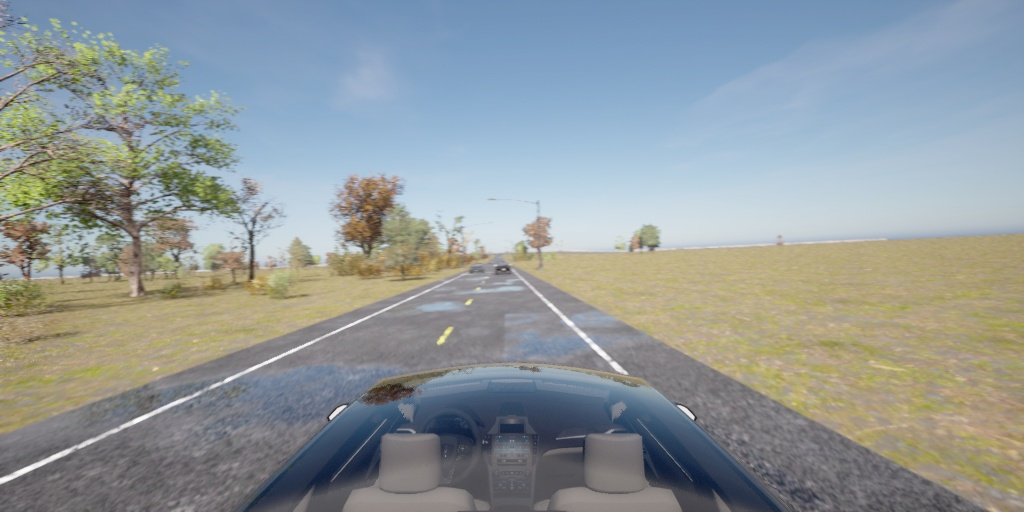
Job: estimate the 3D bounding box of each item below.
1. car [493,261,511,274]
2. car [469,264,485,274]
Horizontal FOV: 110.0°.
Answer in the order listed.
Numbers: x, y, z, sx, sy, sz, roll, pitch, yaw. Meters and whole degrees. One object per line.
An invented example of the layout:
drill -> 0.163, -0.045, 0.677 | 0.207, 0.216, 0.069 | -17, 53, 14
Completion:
car -> -1.138, 1.510, 46.298 | 1.882, 1.535, 5.008 | -3, 0, -2
car -> -4.935, 1.794, 50.940 | 1.994, 1.385, 4.181 | -3, 0, -1
